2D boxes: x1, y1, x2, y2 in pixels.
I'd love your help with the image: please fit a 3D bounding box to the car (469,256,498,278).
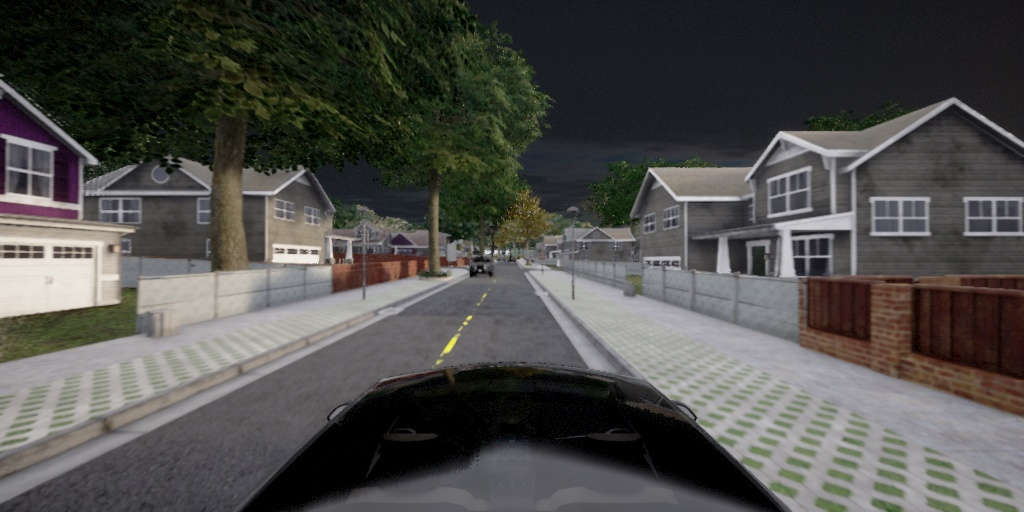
[{"bbox_3d":[-2.806,0.977,34.712,2.150,2.045,5.566,0,0,1],"label":"car"}]
